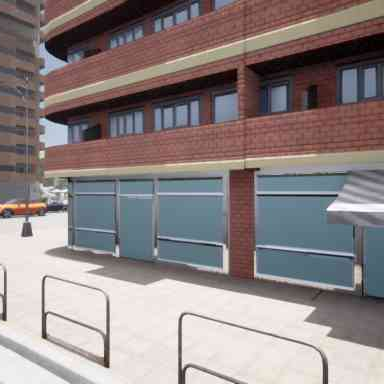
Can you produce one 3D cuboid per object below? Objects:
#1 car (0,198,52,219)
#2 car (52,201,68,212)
[{"bbox_3d":[-15.480,1.352,29.729,2.097,1.767,4.553,0,0,36],"label":"car"},{"bbox_3d":[-15.369,1.601,35.814,1.895,1.301,4.718,0,0,36],"label":"car"}]
